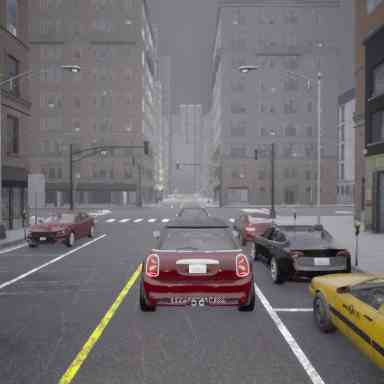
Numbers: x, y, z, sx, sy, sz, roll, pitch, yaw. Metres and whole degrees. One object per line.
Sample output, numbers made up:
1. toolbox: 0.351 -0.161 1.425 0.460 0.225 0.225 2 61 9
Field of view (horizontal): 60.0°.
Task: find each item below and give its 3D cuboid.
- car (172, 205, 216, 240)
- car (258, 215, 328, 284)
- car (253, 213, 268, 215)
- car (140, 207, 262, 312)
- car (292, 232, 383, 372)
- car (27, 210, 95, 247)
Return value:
1. car: 0.068 1.542 18.125 2.033 1.411 5.357 0 0 0
2. car: 2.851 1.563 9.382 1.947 1.339 4.313 -1 0 0
3. car: 2.842 1.577 14.968 1.802 1.307 4.206 -1 0 0
4. car: 0.088 1.350 7.887 2.097 1.767 4.553 0 0 0
5. car: 2.859 1.524 3.966 1.752 1.417 4.829 -1 0 0
6. car: -5.704 1.540 14.951 1.887 1.381 4.507 -1 0 0
